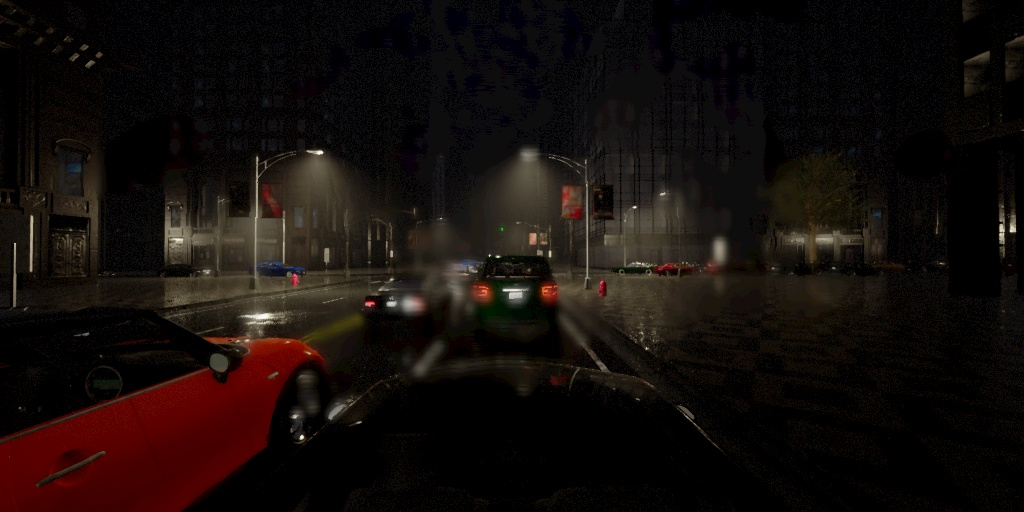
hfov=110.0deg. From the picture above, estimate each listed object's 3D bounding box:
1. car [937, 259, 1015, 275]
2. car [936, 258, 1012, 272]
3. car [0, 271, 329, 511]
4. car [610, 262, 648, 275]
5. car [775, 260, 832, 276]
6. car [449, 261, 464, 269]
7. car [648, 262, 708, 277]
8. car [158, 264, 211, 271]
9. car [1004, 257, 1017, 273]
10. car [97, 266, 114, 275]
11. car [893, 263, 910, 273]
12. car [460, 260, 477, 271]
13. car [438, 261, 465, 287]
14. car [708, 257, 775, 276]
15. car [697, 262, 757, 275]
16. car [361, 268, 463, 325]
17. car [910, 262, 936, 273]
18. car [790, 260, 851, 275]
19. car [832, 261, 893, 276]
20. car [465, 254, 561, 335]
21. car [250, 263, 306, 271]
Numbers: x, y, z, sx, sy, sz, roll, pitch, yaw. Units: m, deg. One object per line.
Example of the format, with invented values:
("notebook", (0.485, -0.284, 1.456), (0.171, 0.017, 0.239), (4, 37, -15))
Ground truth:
("car", (43.557, 1.214, 33.714), (4.507, 1.381, 1.888), (0, 0, -1))
("car", (46.784, 1.198, 36.334), (4.892, 1.490, 1.837), (0, -1, -1))
("car", (-3.147, 1.102, 2.293), (2.097, 1.767, 4.553), (0, 0, 0))
("car", (13.211, 1.422, 39.067), (4.718, 1.301, 1.895), (0, -1, 0))
("car", (26.643, 1.276, 33.478), (4.313, 1.339, 1.948), (0, 0, -1))
("car", (-9.716, 1.571, 63.168), (1.812, 1.442, 4.674), (0, 0, 1))
("car", (15.367, 1.327, 33.322), (4.207, 1.307, 1.802), (0, 0, -1))
("car", (-32.337, 1.497, 35.437), (4.674, 1.442, 1.812), (0, -1, 0))
("car", (49.195, 0.973, 33.792), (5.009, 1.841, 2.192), (0, 0, -1))
("car", (-42.385, 1.523, 35.467), (4.892, 1.490, 1.837), (0, -1, 0))
("car", (43.274, 1.295, 42.235), (4.829, 1.417, 1.751), (0, 0, -1))
("car", (-6.505, 1.457, 53.861), (1.882, 1.535, 5.008), (0, 0, 0))
("car", (-3.119, 1.284, 22.385), (2.128, 1.511, 4.902), (0, 0, 0))
("car", (21.006, 1.041, 33.400), (5.009, 1.841, 2.192), (0, 0, -1))
("car", (23.460, 1.335, 39.214), (5.357, 1.411, 2.033), (0, -1, -1))
("car", (-3.121, 1.308, 11.886), (2.033, 1.411, 5.357), (0, 0, 0))
("car", (49.084, 1.325, 42.316), (4.313, 1.339, 1.948), (0, 0, -1))
("car", (33.762, 1.251, 39.341), (4.902, 1.511, 2.128), (0, -1, -1))
("car", (32.280, 1.260, 33.557), (4.313, 1.339, 1.948), (0, 0, -1))
("car", (0.114, 0.979, 10.616), (2.150, 2.045, 5.566), (0, 0, 0))
("car", (-23.041, 1.407, 35.415), (5.008, 1.535, 1.882), (0, -1, 0))
